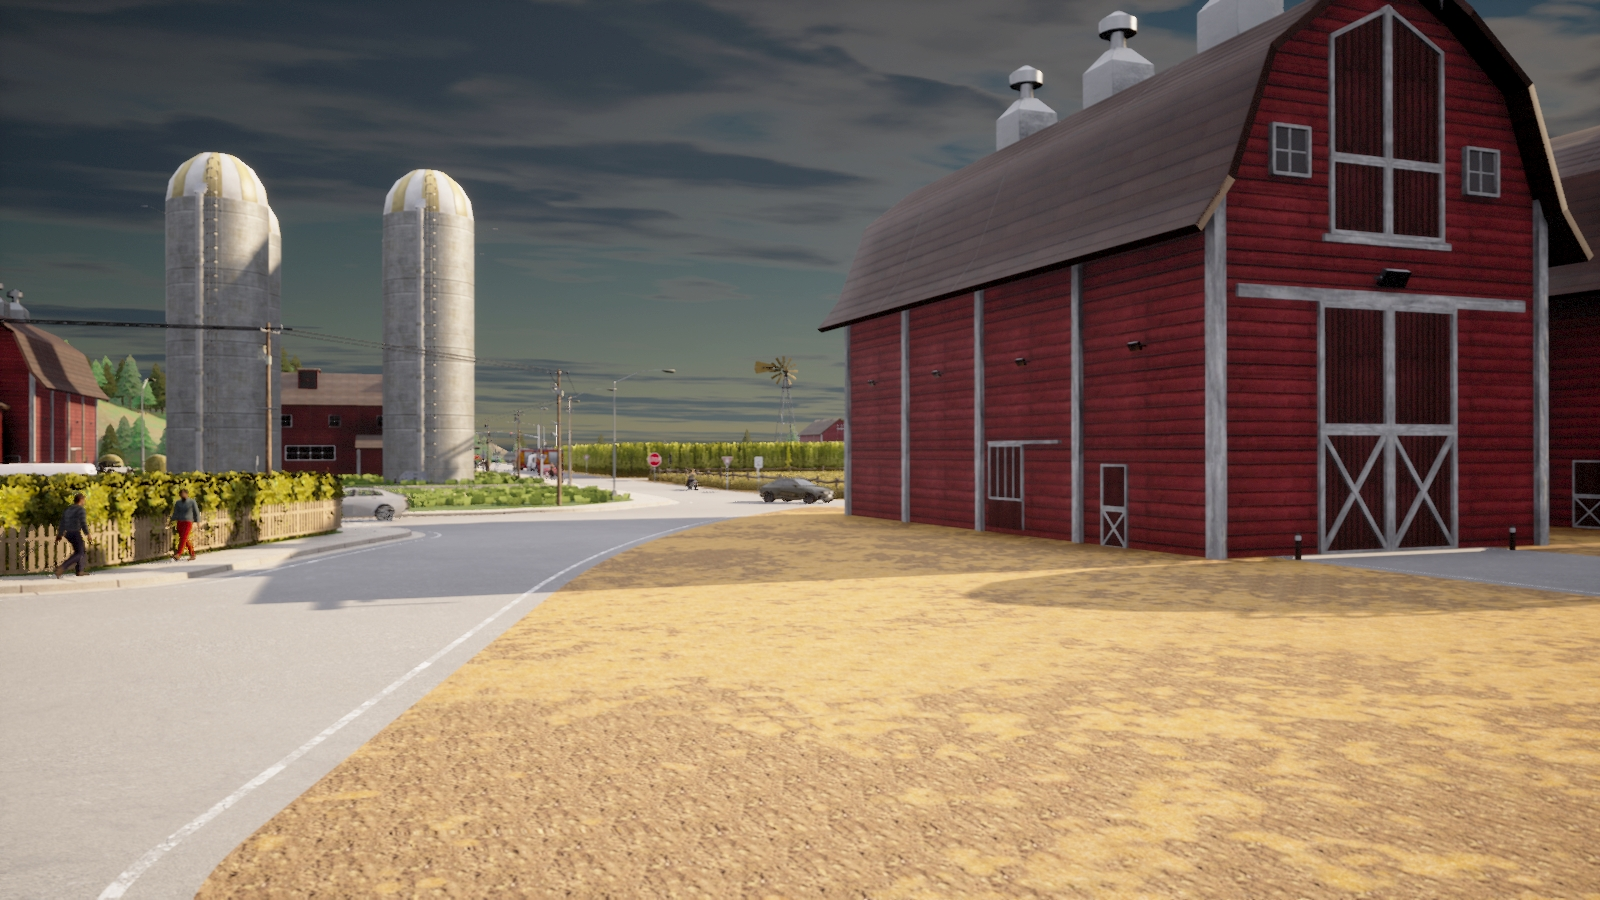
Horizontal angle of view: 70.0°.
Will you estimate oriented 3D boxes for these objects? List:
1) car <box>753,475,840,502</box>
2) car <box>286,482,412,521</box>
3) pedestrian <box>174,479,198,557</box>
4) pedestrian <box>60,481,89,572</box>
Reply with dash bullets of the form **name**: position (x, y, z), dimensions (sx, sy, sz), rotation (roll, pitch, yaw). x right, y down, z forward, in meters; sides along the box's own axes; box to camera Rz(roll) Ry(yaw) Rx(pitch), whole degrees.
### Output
- **car**: position (-0.205, 2.160, 64.863), dimensions (4.674, 1.442, 2.002), rotation (0, 0, 37)
- **car**: position (-19.263, 2.168, 48.837), dimensions (4.902, 1.511, 2.128), rotation (0, 0, -22)
- **pedestrian**: position (-14.805, 1.624, 27.552), dimensions (0.375, 1.860, 0.375), rotation (0, 0, 2)
- **pedestrian**: position (-15.167, 1.588, 23.894), dimensions (0.375, 1.860, 0.375), rotation (0, 0, 26)
